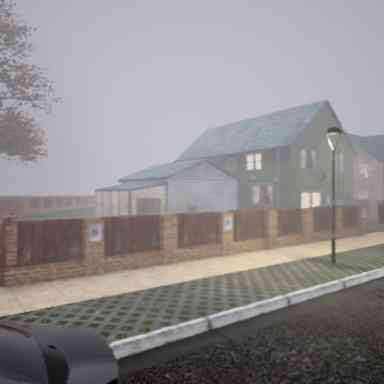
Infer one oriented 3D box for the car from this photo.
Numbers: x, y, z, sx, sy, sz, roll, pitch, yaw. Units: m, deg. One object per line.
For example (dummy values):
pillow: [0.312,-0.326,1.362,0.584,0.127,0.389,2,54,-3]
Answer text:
car: [-2.607,1.509,1.204,4.892,1.490,1.837,0,0,-35]
